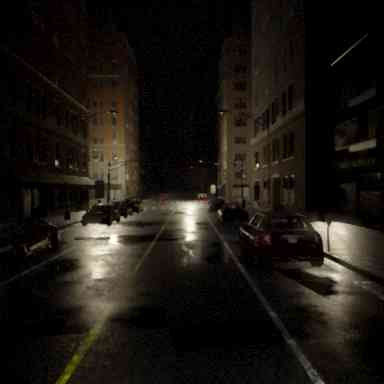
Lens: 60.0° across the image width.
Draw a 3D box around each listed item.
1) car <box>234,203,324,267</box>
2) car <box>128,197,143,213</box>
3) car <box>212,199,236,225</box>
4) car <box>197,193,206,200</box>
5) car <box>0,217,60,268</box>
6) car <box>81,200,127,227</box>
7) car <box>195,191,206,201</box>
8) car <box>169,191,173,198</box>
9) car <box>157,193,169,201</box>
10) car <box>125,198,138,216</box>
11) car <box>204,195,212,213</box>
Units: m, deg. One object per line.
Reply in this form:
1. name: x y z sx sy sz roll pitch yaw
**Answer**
1. car: 2.747 1.343 11.078 1.967 1.590 4.097 0 0 -1
2. car: -5.997 1.240 32.997 1.967 1.590 4.097 0 0 -1
3. car: 2.638 1.376 22.080 2.008 1.369 4.403 0 0 -1
4. car: 2.146 1.020 75.749 1.752 1.417 4.829 -1 0 0
5. car: -5.776 1.535 10.994 1.802 1.307 4.206 0 0 -1
6. car: -5.886 1.442 21.996 1.947 1.339 4.313 0 0 -1
7. car: 2.191 0.965 70.169 1.967 1.590 4.097 -1 0 0
8. car: -6.420 1.070 80.915 2.008 1.369 4.403 -1 0 0
9. car: -6.332 1.157 70.099 1.802 1.307 4.206 -1 0 0
10. car: -5.942 1.419 27.497 1.802 1.307 4.206 0 0 -1
11. car: 2.529 1.315 33.082 1.947 1.339 4.313 0 0 -1
